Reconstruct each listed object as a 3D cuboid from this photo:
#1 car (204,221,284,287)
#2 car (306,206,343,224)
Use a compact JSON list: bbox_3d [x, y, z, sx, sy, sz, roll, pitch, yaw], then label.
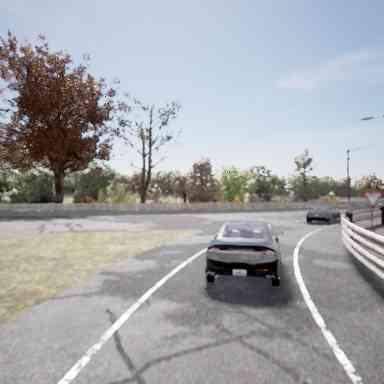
[{"bbox_3d":[1.598,1.580,9.693,2.128,1.511,4.902,0,0,13],"label":"car"},{"bbox_3d":[11.233,1.836,27.950,1.994,1.385,4.181,0,-1,41],"label":"car"}]
